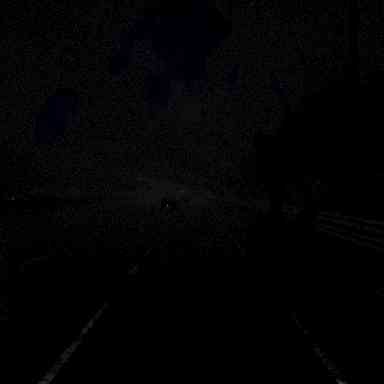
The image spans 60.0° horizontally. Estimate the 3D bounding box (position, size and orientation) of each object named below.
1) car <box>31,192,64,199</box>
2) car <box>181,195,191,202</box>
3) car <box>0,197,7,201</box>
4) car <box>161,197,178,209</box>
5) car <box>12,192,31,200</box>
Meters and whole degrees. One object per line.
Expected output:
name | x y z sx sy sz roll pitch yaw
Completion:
car | -20.296 1.052 47.602 2.150 2.045 5.566 0 0 1
car | -2.128 1.864 89.719 2.033 1.411 5.357 0 -1 1
car | -27.345 1.368 45.896 1.994 1.385 4.181 0 0 1
car | -2.875 1.373 42.099 1.837 1.490 4.892 0 0 1
car | -23.780 1.026 48.228 2.150 2.045 5.566 0 0 1
